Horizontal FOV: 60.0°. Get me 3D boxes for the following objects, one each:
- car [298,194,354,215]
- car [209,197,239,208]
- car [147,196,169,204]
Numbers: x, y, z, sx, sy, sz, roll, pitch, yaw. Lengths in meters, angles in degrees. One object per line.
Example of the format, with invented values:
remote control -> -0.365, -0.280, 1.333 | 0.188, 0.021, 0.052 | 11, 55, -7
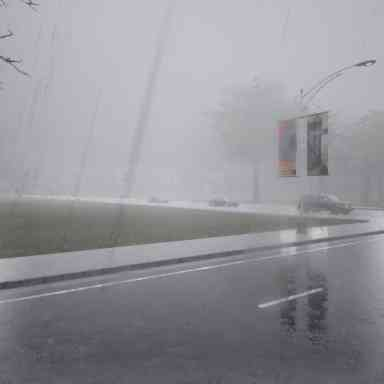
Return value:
car -> 13.550, 1.221, 34.019 | 2.150, 2.045, 5.566 | 0, 0, -36
car -> 4.462, 1.428, 46.465 | 1.882, 1.535, 5.008 | 0, 0, -36
car -> -6.284, 1.519, 61.335 | 2.033, 1.411, 5.357 | 0, 0, -36
